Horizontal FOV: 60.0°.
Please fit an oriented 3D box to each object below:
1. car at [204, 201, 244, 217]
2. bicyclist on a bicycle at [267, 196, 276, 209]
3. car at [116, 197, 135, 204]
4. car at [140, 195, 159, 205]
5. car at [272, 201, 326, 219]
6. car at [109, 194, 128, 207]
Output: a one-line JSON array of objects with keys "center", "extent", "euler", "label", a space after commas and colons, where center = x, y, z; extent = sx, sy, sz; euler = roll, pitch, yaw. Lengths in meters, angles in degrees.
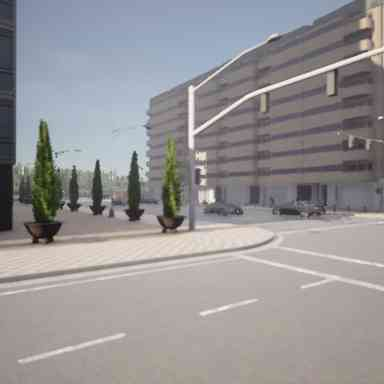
[{"center": [2.960, 1.558, 31.481], "extent": [1.994, 1.385, 4.181], "euler": [0, 0, -35], "label": "car"}, {"center": [9.749, 1.321, 40.914], "extent": [1.656, 1.620, 0.582], "euler": [0, 0, -35], "label": "bicyclist on a bicycle"}, {"center": [-13.504, 1.614, 67.161], "extent": [1.895, 1.301, 4.718], "euler": [0, 0, -35], "label": "car"}, {"center": [-7.760, 1.613, 59.103], "extent": [1.895, 1.301, 4.718], "euler": [0, 0, -35], "label": "car"}, {"center": [9.217, 1.494, 29.042], "extent": [2.128, 1.511, 4.902], "euler": [0, 0, -35], "label": "car"}, {"center": [-10.311, 1.487, 50.348], "extent": [2.128, 1.511, 4.902], "euler": [0, 0, -35], "label": "car"}]
